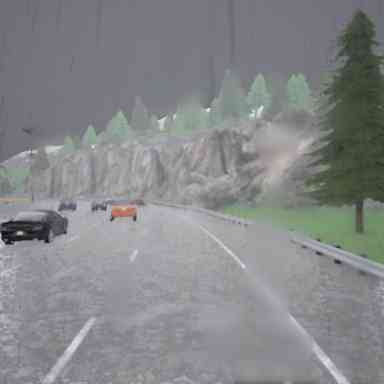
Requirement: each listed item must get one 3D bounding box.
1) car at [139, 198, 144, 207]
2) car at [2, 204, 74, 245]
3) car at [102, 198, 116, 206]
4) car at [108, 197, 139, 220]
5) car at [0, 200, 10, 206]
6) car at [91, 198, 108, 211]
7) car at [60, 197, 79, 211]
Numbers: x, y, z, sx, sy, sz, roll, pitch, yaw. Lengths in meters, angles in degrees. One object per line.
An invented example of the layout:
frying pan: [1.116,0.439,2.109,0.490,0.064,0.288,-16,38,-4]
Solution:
car: [-9.319,1.681,55.927,1.837,1.490,4.892,0,-1,-21]
car: [-7.576,1.607,16.569,1.882,1.535,5.008,0,0,-6]
car: [-15.496,1.797,62.040,1.812,1.442,4.674,-1,0,-23]
car: [-5.983,1.457,29.318,2.097,1.767,4.553,-1,0,-11]
car: [-32.411,2.095,56.946,2.033,1.411,5.357,-1,0,-22]
car: [-12.739,1.823,45.432,1.895,1.301,4.718,-1,0,-18]
car: [-16.837,1.642,45.209,2.097,1.767,4.553,-1,0,-17]
